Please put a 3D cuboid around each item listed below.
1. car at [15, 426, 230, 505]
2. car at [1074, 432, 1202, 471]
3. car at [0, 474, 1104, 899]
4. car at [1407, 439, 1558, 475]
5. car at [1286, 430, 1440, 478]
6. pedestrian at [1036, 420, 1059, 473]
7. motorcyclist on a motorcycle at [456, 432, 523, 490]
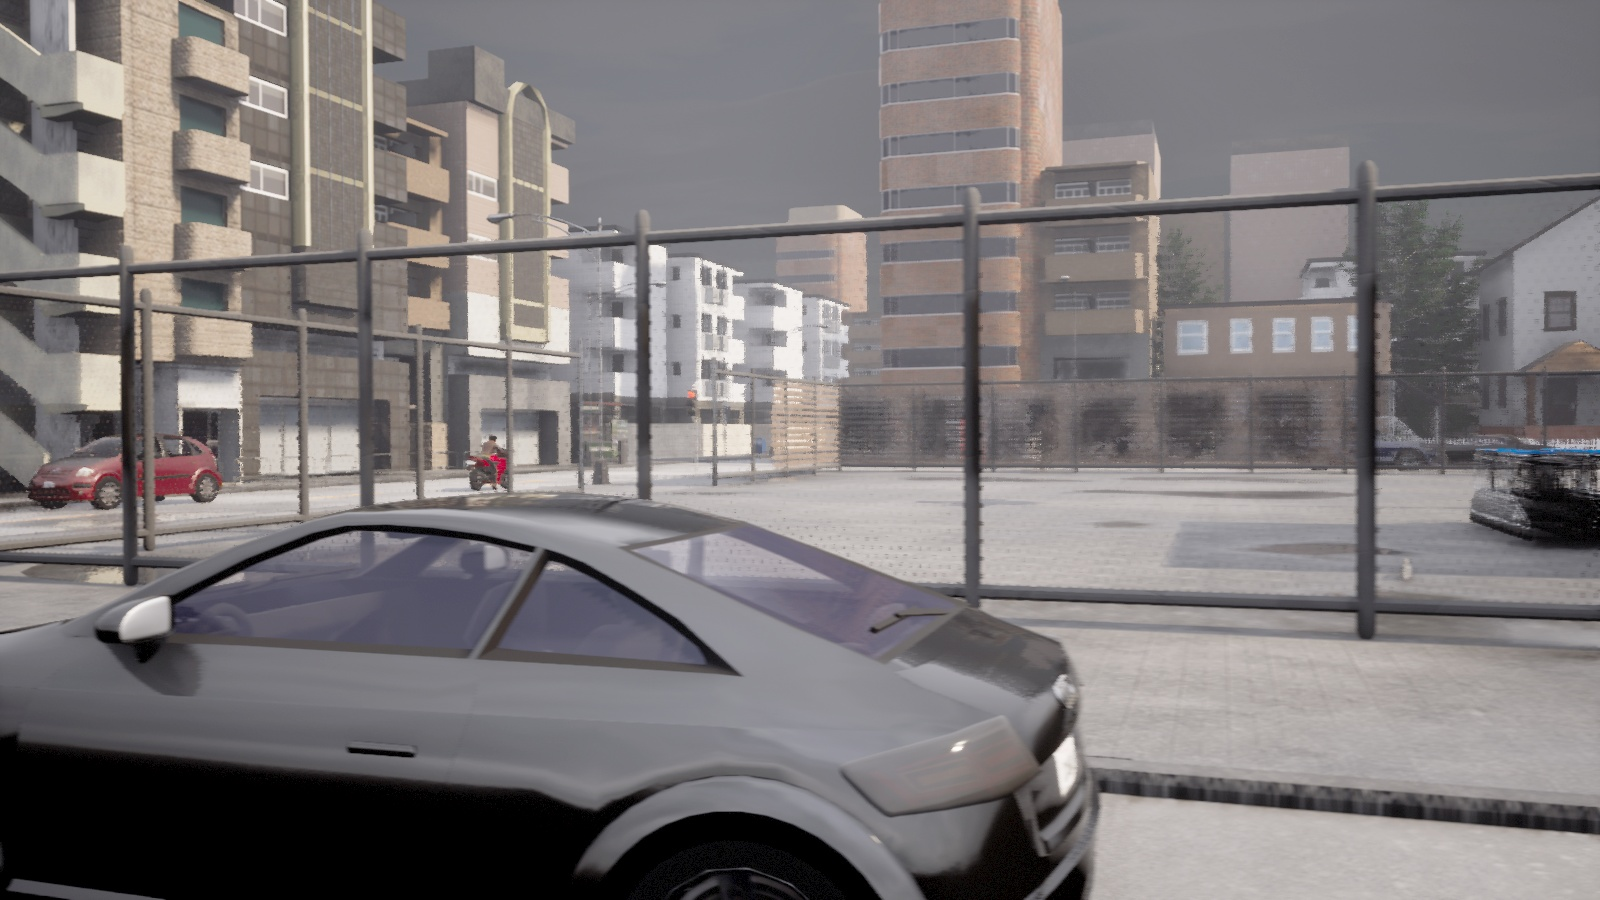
[{"bbox_3d":[-14.861,0.286,27.794,1.851,1.617,3.988,0,1,18],"label":"car"},{"bbox_3d":[13.780,0.026,51.112,4.902,1.511,2.128,0,1,18],"label":"car"},{"bbox_3d":[-1.228,0.828,4.148,4.181,1.385,1.994,0,1,18],"label":"car"},{"bbox_3d":[25.543,0.246,47.162,4.718,1.301,1.895,0,1,18],"label":"car"},{"bbox_3d":[19.996,0.103,44.828,4.856,1.649,2.033,0,1,20],"label":"car"},{"bbox_3d":[8.711,-0.122,44.240,0.703,1.840,0.431,1,1,29],"label":"pedestrian"},{"bbox_3d":[-8.456,0.279,34.311,0.797,1.523,2.044,0,1,19],"label":"motorcyclist on a motorcycle"}]
